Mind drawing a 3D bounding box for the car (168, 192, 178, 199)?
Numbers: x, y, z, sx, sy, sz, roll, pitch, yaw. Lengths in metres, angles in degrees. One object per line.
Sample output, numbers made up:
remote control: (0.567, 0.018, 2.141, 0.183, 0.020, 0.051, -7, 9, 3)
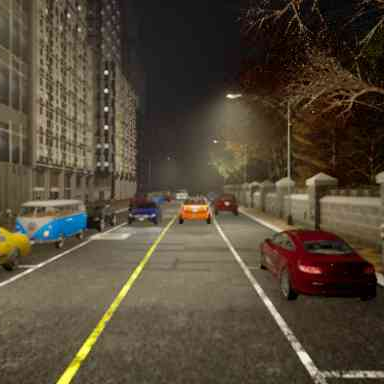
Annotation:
car: (-4.229, 0.780, 73.664, 1.967, 1.590, 4.097, 1, 1, 2)

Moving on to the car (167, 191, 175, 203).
car: (-4.673, 0.817, 57.246, 2.192, 1.841, 5.009, 1, 1, 2)

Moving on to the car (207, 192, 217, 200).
car: (3.999, 0.836, 67.934, 1.967, 1.590, 4.097, 1, 1, 2)

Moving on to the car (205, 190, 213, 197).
car: (4.742, 0.425, 95.315, 2.192, 1.841, 5.009, 1, 1, 2)

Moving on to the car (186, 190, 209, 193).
car: (0.668, 1.007, 40.813, 2.097, 1.767, 4.553, 0, 1, 1)

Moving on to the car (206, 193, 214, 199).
car: (4.294, 0.866, 78.888, 1.802, 1.307, 4.206, 1, 1, 2)

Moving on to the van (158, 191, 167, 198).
van: (-4.970, 0.947, 46.302, 1.690, 1.788, 3.998, 1, 1, 2)

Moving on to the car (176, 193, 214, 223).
car: (0.242, 1.161, 23.570, 2.097, 1.767, 4.553, 0, 0, 1)

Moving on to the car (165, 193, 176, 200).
car: (-4.379, 0.946, 68.192, 2.008, 1.369, 4.403, 1, 1, 2)

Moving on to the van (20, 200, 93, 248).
van: (-5.671, 1.232, 13.747, 1.690, 1.788, 3.998, 1, 0, 0)

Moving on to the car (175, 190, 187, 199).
car: (-1.825, 0.657, 64.117, 2.150, 2.045, 5.566, 0, 1, 2)

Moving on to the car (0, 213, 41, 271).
car: (-5.686, 1.461, 8.019, 1.752, 1.417, 4.829, 0, 0, 0)

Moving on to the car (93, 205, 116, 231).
car: (-5.639, 1.411, 19.292, 1.947, 1.339, 4.313, 1, 0, 1)

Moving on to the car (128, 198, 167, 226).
car: (-2.986, 1.347, 22.093, 1.812, 1.442, 4.674, 0, 0, 1)

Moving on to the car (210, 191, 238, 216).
car: (2.961, 1.071, 29.598, 2.192, 1.841, 5.009, 1, 1, 2)

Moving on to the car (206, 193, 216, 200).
car: (4.146, 0.906, 73.413, 1.947, 1.339, 4.313, 1, 1, 2)

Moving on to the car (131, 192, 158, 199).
car: (-5.267, 1.021, 35.357, 2.192, 1.841, 5.009, 1, 1, 2)

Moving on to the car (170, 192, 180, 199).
car: (-4.081, 0.724, 79.136, 1.967, 1.590, 4.097, 1, 1, 2)

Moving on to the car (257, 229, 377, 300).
car: (2.703, 1.519, 7.917, 1.802, 1.307, 4.206, 0, 0, 0)
